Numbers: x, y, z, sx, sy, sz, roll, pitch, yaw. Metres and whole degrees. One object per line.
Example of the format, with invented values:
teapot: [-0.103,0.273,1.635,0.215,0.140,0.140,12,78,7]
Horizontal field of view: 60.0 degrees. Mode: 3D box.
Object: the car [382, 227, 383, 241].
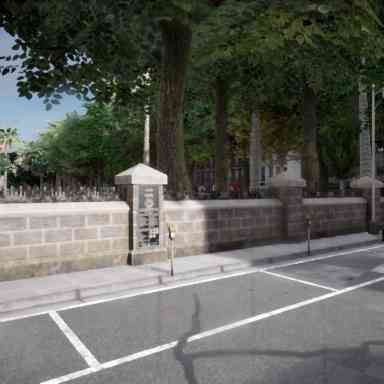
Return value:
car: [9.756,1.310,13.500,5.009,1.841,2.192,0,0,-36]
